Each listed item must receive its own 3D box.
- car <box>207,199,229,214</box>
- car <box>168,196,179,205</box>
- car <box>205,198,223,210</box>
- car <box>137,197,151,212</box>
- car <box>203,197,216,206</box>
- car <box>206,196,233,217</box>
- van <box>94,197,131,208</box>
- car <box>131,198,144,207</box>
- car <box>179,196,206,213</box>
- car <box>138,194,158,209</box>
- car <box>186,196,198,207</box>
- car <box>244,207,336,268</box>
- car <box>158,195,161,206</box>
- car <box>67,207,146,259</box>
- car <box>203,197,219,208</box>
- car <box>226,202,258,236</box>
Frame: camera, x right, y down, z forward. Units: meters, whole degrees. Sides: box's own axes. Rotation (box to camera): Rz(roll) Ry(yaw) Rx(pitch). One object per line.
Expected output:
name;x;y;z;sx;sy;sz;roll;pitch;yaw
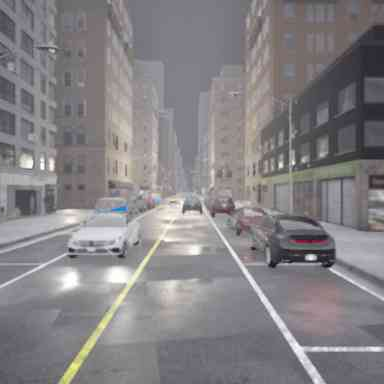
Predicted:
car;2.661;1.480;35.410;2.008;1.369;4.403;0;0;0
car;-3.014;1.401;56.353;1.882;1.535;5.008;0;0;0
car;2.659;1.483;40.995;1.947;1.339;4.313;0;0;0
car;-5.865;1.495;35.403;1.947;1.339;4.313;0;0;0
car;2.656;1.473;52.165;1.802;1.307;4.206;0;0;0
car;2.663;1.257;29.824;2.192;1.841;5.009;0;0;0
van;-5.862;1.294;24.231;1.690;1.788;3.998;0;0;0
car;-5.863;1.507;29.817;1.947;1.339;4.313;0;0;0
car;0.055;1.282;35.158;2.097;1.767;4.553;0;0;0
car;-5.865;1.231;40.988;2.192;1.841;5.009;0;0;0
car;0.043;1.421;50.223;1.812;1.442;4.674;0;0;1
car;3.142;1.483;11.213;1.837;1.490;4.892;0;0;0
car;-5.867;1.448;46.575;1.887;1.381;4.507;0;0;0
car;-3.103;1.502;12.579;1.812;1.442;4.674;0;0;0
car;2.658;1.470;46.580;1.947;1.339;4.313;0;0;0
car;3.144;1.492;18.212;1.812;1.442;4.674;0;0;0
